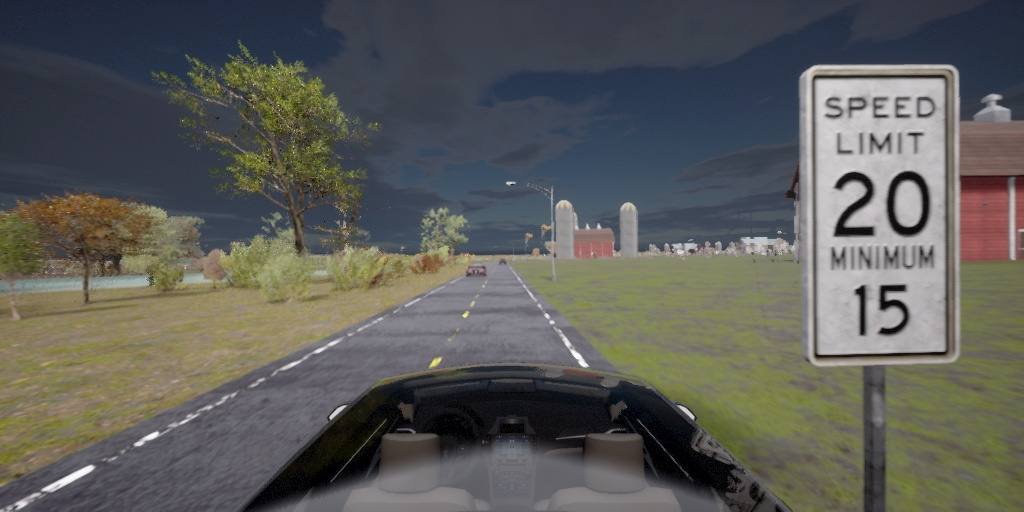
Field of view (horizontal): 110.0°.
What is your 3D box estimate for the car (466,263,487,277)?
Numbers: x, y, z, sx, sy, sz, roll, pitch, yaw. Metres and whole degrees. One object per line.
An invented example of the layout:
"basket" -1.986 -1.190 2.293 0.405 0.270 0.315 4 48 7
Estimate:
"car" -3.670 1.426 37.794 1.994 1.385 4.181 -1 0 -2
